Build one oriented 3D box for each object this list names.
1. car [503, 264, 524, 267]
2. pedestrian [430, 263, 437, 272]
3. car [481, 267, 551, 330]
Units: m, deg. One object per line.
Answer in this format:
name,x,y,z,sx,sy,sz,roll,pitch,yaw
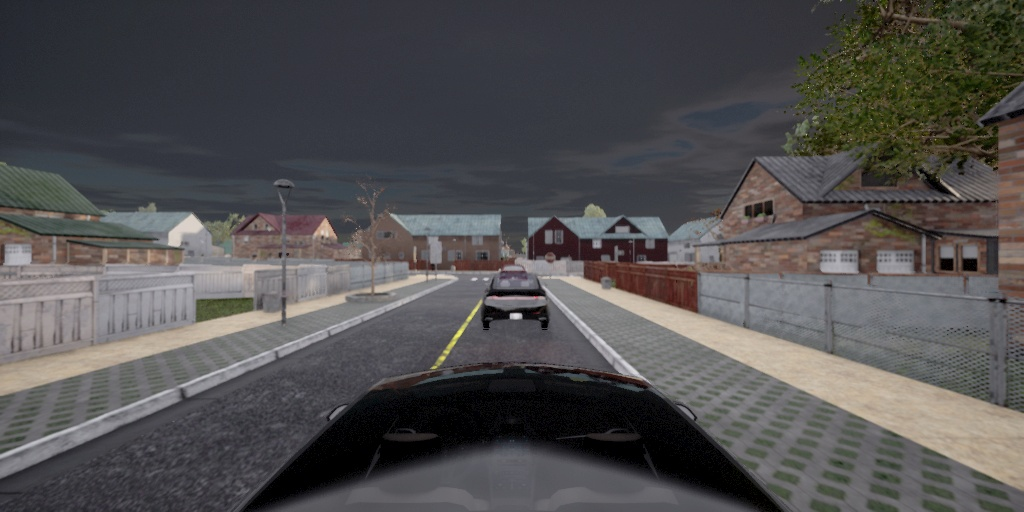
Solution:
car,0.093,1.286,24.424,1.882,1.535,5.008,0,0,0
pedestrian,-9.365,0.910,42.692,0.375,1.860,0.375,0,-1,1
car,0.096,1.267,11.234,2.128,1.511,4.902,0,0,0
